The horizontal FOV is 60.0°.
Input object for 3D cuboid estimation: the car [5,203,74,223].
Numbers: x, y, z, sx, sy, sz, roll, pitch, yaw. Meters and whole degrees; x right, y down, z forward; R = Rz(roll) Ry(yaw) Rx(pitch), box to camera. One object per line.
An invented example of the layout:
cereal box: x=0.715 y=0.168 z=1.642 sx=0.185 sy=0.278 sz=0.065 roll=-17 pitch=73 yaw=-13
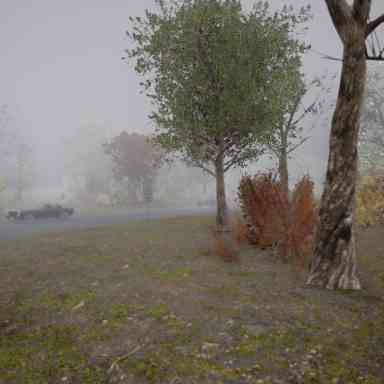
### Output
car: x=-11.440 y=1.516 z=25.209 sx=1.895 sy=1.301 sz=4.718 roll=0 pitch=0 yaw=32

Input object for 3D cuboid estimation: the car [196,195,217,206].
car: x=2.434 y=1.253 z=48.302 sx=1.837 sy=1.490 sz=4.892 roll=0 pitch=0 yaw=31
